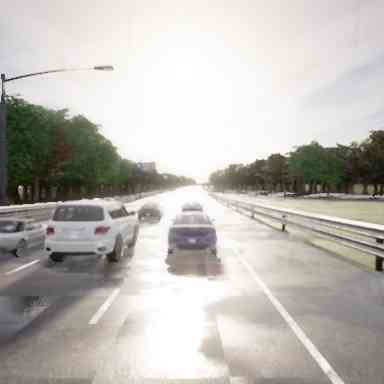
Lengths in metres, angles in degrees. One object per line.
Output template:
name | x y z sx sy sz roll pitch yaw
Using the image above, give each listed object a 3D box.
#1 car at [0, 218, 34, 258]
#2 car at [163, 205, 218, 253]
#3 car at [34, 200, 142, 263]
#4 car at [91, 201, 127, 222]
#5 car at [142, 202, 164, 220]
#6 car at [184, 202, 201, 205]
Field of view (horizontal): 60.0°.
car | -6.980 1.698 13.236 1.895 1.301 4.718 0 0 0
car | 0.032 1.577 14.240 1.882 1.535 5.008 0 0 1
car | -3.488 1.318 12.545 2.150 2.045 5.566 0 0 0
car | -6.976 1.601 28.467 1.837 1.490 4.892 0 1 0
car | -3.474 1.618 28.863 1.812 1.442 4.674 0 0 1
car | 0.031 1.569 29.206 1.882 1.535 5.008 0 0 1
